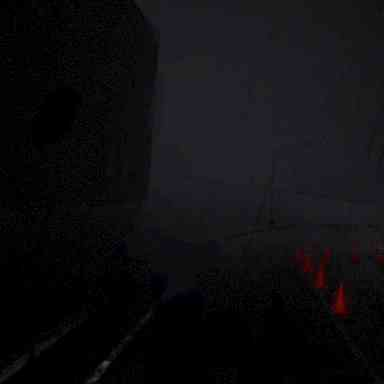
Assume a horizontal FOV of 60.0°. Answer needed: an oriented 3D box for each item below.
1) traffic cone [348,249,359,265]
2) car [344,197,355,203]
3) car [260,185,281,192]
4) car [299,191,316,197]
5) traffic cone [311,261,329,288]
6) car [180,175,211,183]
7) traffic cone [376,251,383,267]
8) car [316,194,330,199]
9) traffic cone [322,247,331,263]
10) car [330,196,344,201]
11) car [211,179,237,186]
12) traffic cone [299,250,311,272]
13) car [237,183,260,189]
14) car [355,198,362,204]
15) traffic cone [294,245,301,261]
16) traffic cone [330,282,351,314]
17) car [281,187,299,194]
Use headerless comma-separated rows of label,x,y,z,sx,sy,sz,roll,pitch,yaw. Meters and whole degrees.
traffic cone,6.144,2.452,12.624,0.340,0.580,0.340,2,-1,9
car,36.954,2.133,81.375,4.553,1.767,2.185,8,-6,-38
car,14.418,-0.485,65.279,5.008,1.535,2.097,6,-6,-32
car,23.730,0.633,71.494,4.792,1.488,2.163,7,-6,-34
traffic cone,3.496,2.267,9.023,0.340,0.580,0.340,3,-1,10
car,0.183,-2.030,56.851,4.892,1.521,2.231,6,-5,-29
traffic cone,7.123,2.490,12.450,0.340,0.580,0.340,2,-1,10
car,28.202,1.183,74.682,4.674,1.452,2.002,7,-6,-35
traffic cone,5.161,2.413,12.796,0.340,0.580,0.340,2,-1,9
car,32.529,1.680,77.911,4.892,1.521,2.231,7,-6,-37
car,4.968,-1.535,59.558,4.892,1.521,2.231,6,-5,-29
traffic cone,3.837,2.319,10.993,0.340,0.580,0.340,2,-1,10
car,9.722,-0.975,62.365,4.674,1.452,2.002,6,-5,-31
car,41.293,2.609,84.900,5.566,2.045,2.435,8,-6,-39
traffic cone,4.177,2.375,12.963,0.340,0.580,0.340,2,-1,10
traffic cone,3.156,2.218,7.053,0.340,0.580,0.340,3,-1,10
car,19.035,-0.078,68.287,4.553,1.767,2.185,7,-6,-33
